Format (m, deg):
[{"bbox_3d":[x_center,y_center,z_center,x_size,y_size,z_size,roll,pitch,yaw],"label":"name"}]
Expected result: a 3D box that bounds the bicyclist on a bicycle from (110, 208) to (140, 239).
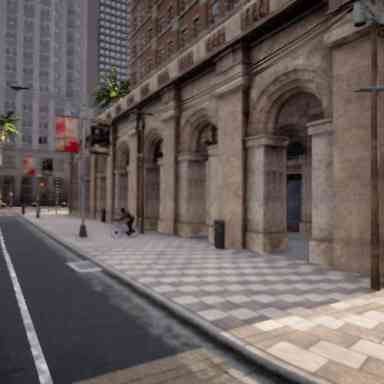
[{"bbox_3d":[-3.554,1.673,17.768,1.656,1.620,0.582,1,-1,-31],"label":"bicyclist on a bicycle"}]
